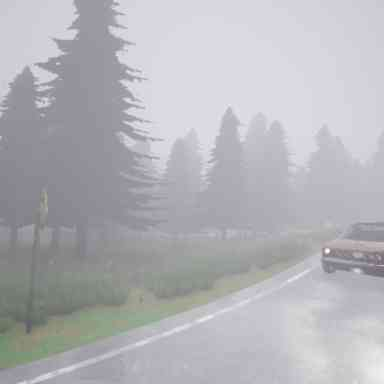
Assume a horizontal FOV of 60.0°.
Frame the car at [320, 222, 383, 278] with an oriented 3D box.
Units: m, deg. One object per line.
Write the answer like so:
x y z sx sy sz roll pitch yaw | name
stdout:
5.366 1.592 9.746 1.895 1.301 4.718 1 1 39 | car
